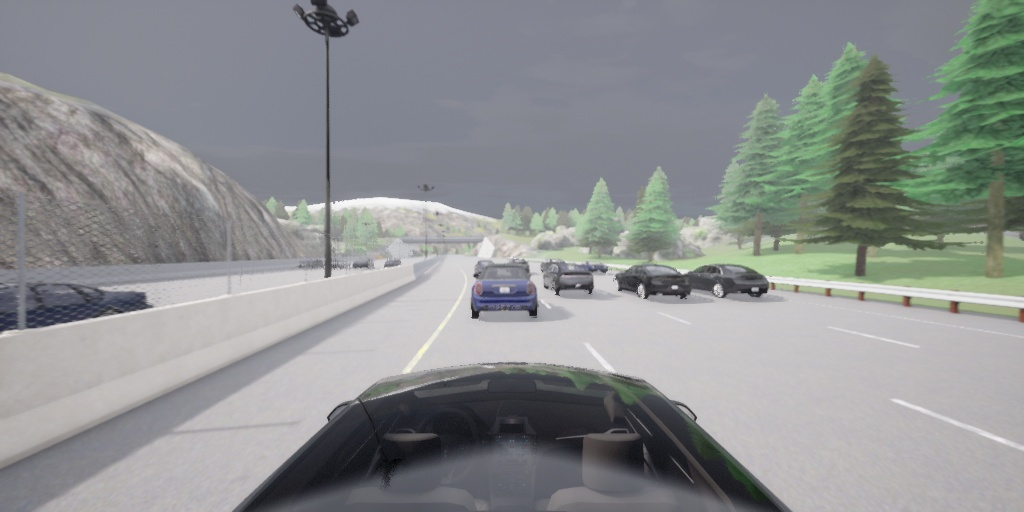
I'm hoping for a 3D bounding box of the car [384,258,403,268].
[{"bbox_3d":[-16.066,0.990,48.927,1.994,1.385,4.181,0,0,-10],"label":"car"}]

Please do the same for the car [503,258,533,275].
[{"bbox_3d":[0.514,0.985,36.127,2.128,1.511,4.902,0,0,-9],"label":"car"}]

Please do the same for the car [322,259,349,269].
[{"bbox_3d":[-22.866,1.051,47.179,1.895,1.301,4.718,0,0,-10],"label":"car"}]

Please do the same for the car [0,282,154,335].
[{"bbox_3d":[-10.743,1.273,7.423,2.033,1.411,5.357,0,0,-2],"label":"car"}]

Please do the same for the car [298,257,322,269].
[{"bbox_3d":[-26.425,0.947,47.218,2.128,1.511,4.902,0,0,-10],"label":"car"}]

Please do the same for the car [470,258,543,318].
[{"bbox_3d":[-0.341,1.020,12.852,2.097,1.767,4.553,0,0,-3],"label":"car"}]

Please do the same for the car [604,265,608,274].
[{"bbox_3d":[7.723,1.087,35.475,1.895,1.301,4.718,0,0,-9],"label":"car"}]

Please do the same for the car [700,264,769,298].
[{"bbox_3d":[9.893,1.123,17.253,1.837,1.490,4.892,0,0,-4],"label":"car"}]

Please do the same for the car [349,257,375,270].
[{"bbox_3d":[-19.248,0.924,46.791,1.882,1.535,5.008,0,0,-10],"label":"car"}]

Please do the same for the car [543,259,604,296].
[{"bbox_3d":[2.767,1.112,18.480,2.128,1.511,4.902,0,0,-5],"label":"car"}]

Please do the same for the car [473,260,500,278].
[{"bbox_3d":[-2.422,1.072,32.541,2.033,1.411,5.357,0,0,-9],"label":"car"}]

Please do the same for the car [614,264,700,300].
[{"bbox_3d":[6.403,1.104,16.927,1.882,1.535,5.008,0,0,-4],"label":"car"}]
